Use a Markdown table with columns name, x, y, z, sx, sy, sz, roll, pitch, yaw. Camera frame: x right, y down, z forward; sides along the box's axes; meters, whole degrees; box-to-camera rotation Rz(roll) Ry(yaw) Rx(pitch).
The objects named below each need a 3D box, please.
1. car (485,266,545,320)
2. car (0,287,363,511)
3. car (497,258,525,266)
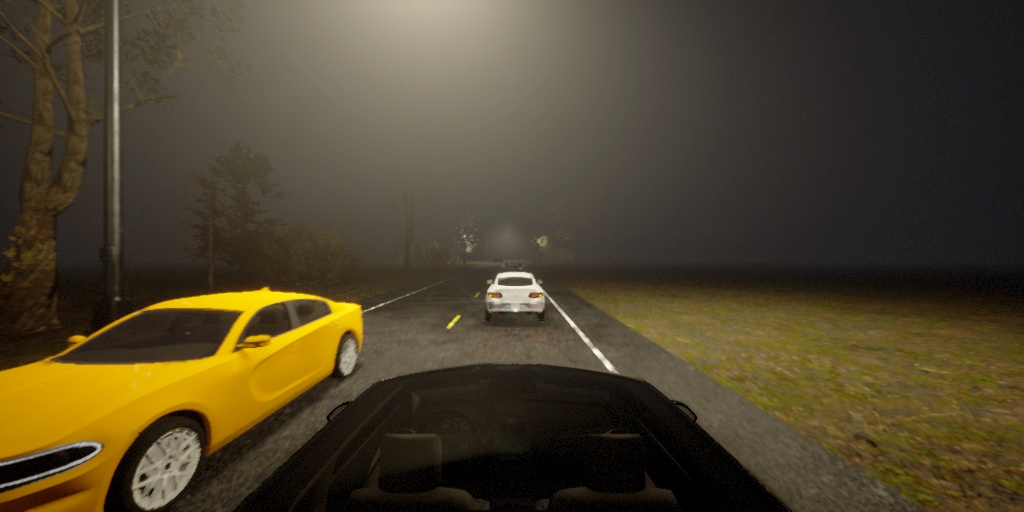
| name | x | y | z | sx | sy | sz | roll | pitch | yaw |
| --- | --- | --- | --- | --- | --- | --- | --- | --- | --- |
| car | 0.100 | 1.250 | 12.331 | 1.812 | 1.442 | 4.674 | 0 | 0 | 0 |
| car | -3.600 | 1.221 | 4.413 | 1.882 | 1.535 | 5.008 | 0 | 0 | 0 |
| car | 0.101 | 1.168 | 30.376 | 2.128 | 1.511 | 4.902 | 0 | 0 | 0 |
